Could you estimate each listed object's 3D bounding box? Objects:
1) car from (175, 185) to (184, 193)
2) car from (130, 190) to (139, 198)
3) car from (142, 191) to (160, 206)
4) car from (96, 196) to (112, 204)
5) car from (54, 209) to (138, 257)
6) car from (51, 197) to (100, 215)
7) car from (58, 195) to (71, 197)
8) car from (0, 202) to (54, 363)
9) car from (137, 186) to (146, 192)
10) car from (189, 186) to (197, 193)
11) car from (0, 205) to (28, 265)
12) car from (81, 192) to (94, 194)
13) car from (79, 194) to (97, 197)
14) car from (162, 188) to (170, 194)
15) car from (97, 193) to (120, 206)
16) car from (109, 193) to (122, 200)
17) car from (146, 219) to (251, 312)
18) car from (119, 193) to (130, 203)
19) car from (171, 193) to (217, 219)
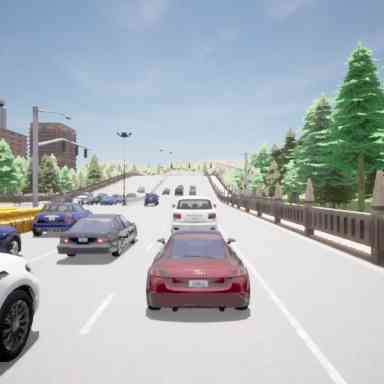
[{"bbox_3d":[-3.334,-0.283,85.970,2.150,2.045,5.566,0,7,0],"label":"car"},{"bbox_3d":[-13.902,0.914,75.638,1.882,1.535,5.008,0,3,0],"label":"car"},{"bbox_3d":[-6.643,1.216,55.126,2.150,2.045,5.566,0,0,-3],"label":"car"},{"bbox_3d":[-17.444,1.498,66.244,1.895,1.301,4.718,0,2,0],"label":"car"},{"bbox_3d":[-3.394,1.547,12.912,2.033,1.411,5.357,0,0,0],"label":"car"},{"bbox_3d":[-6.935,1.352,18.492,2.097,1.767,4.553,0,0,-1],"label":"car"},{"bbox_3d":[-21.081,1.350,54.206,2.097,1.767,4.553,0,0,2],"label":"car"},{"bbox_3d":[-3.396,1.221,2.717,2.150,2.045,5.566,0,0,0],"label":"car"},{"bbox_3d":[-13.804,-0.842,90.682,1.882,1.535,5.008,0,7,0],"label":"car"},{"bbox_3d":[0.168,-0.024,86.368,2.128,1.511,4.902,0,7,0],"label":"car"},{"bbox_3d":[-6.892,1.352,9.562,2.097,1.767,4.553,0,0,0],"label":"car"},{"bbox_3d":[-20.941,1.129,65.887,2.150,2.045,5.566,0,1,0],"label":"car"},{"bbox_3d":[-17.505,1.483,57.110,2.128,1.511,4.902,0,0,1],"label":"car"},{"bbox_3d":[-6.816,-0.311,88.891,1.812,1.442,4.674,0,7,0],"label":"car"},{"bbox_3d":[-14.016,1.470,56.054,1.882,1.535,5.008,0,0,0],"label":"car"},{"bbox_3d":[-17.398,1.001,76.188,1.895,1.301,4.718,0,3,0],"label":"car"},{"bbox_3d":[0.109,1.564,7.803,1.994,1.385,4.181,0,0,0],"label":"car"},{"bbox_3d":[-13.963,1.448,65.360,1.812,1.442,4.674,0,2,0],"label":"car"},{"bbox_3d":[0.115,1.222,17.210,2.150,2.045,5.566,0,0,0],"label":"car"}]
